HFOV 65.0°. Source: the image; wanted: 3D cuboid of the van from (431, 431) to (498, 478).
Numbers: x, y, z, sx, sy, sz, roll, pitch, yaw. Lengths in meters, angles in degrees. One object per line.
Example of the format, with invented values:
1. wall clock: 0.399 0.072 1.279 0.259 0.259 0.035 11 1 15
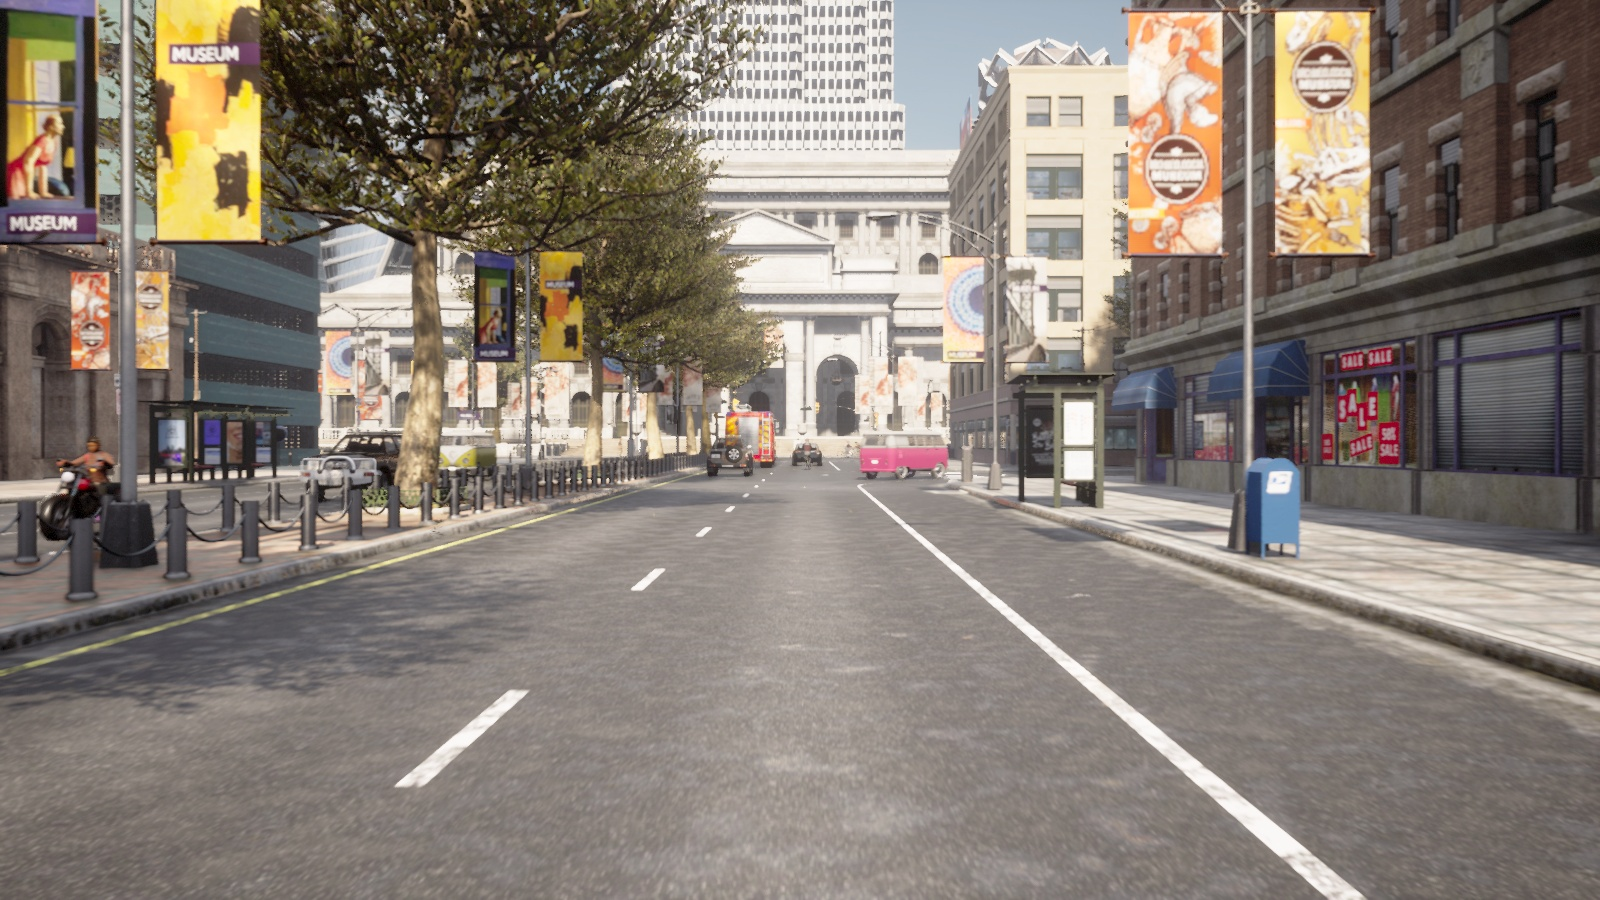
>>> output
1. van: -14.678 0.177 55.167 1.775 1.987 4.442 0 0 0

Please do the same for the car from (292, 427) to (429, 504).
1. car: -11.303 0.370 32.688 1.932 1.855 4.605 0 0 0

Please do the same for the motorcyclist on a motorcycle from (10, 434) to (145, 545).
1. motorcyclist on a motorcycle: -11.374 0.576 19.877 0.766 1.649 2.350 0 0 0

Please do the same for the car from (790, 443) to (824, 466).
1. car: 0.474 0.280 82.840 2.163 1.488 4.792 0 0 0

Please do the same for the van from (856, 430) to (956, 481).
1. van: 4.404 0.212 51.605 1.775 1.987 4.442 0 0 42

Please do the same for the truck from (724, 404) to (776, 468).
1. truck: -3.044 -0.867 79.166 2.891 3.827 8.468 0 0 0

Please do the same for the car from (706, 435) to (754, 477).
1. car: -3.166 0.237 57.443 1.932 1.855 4.605 0 0 0
